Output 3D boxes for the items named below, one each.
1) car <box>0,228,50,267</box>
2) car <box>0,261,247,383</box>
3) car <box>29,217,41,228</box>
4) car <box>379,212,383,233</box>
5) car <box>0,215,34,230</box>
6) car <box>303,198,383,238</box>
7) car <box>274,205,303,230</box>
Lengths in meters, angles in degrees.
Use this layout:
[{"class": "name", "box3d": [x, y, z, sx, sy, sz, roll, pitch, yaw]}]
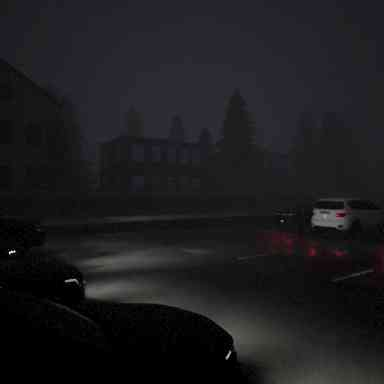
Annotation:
[{"class": "car", "box3d": [-4.088, 1.523, 5.128, 4.674, 1.442, 1.812, 0, 0, -36]}, {"class": "car", "box3d": [-1.663, 1.526, 2.559, 4.674, 1.442, 1.812, 1, 0, -36]}, {"class": "car", "box3d": [-7.942, 1.219, 10.979, 5.566, 2.045, 2.150, 1, 0, -35]}, {"class": "car", "box3d": [11.321, 1.722, 16.115, 4.718, 1.301, 1.895, 0, 0, -35]}, {"class": "car", "box3d": [-6.577, 1.484, 7.654, 4.902, 1.511, 2.128, 1, 0, -35]}, {"class": "car", "box3d": [9.086, 1.341, 18.822, 5.566, 2.045, 2.150, 0, 0, -35]}, {"class": "car", "box3d": [7.566, 1.615, 22.033, 4.902, 1.511, 2.128, 0, 0, -35]}]
